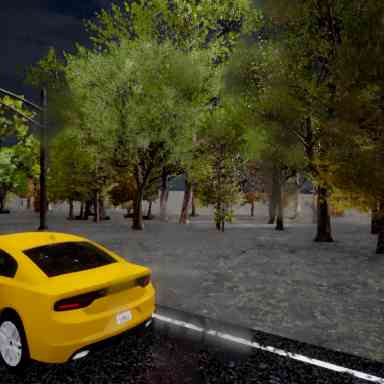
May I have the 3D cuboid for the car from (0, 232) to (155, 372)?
[{"bbox_3d":[-2.900,1.444,5.749,5.008,1.535,1.882,1,0,35],"label":"car"}]
